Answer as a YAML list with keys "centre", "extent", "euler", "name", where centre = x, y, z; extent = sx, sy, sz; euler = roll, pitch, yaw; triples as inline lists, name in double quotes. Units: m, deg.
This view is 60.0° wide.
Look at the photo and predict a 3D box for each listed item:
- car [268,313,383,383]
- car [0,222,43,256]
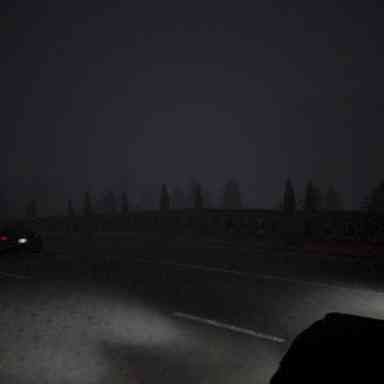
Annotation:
- centre: [2.843, 1.614, 1.972]
  extent: [4.718, 1.301, 1.895]
  euler: [1, 0, 36]
  name: "car"
- centre: [-8.227, 1.992, 14.157]
  extent: [4.181, 1.385, 1.994]
  euler: [-4, -2, 35]
  name: "car"
